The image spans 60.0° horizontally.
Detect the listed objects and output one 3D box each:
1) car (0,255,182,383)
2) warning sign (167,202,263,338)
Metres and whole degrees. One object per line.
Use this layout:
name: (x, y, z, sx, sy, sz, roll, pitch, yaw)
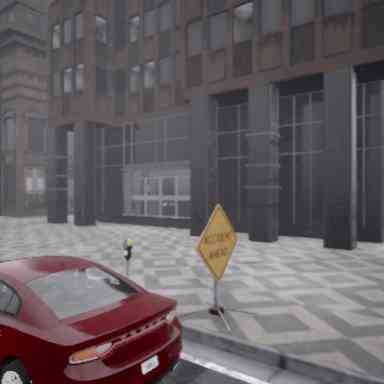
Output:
car: (-2.226, 1.564, 4.560, 4.507, 1.381, 1.887, 0, 0, 36)
warning sign: (0.407, 1.127, 5.517, 1.060, 1.860, 1.300, 0, 0, 36)
